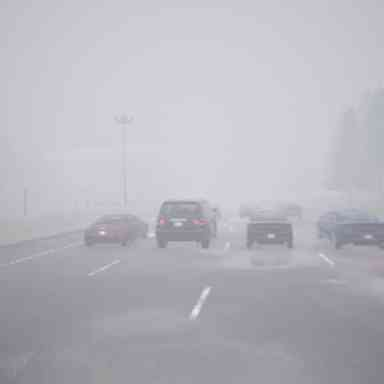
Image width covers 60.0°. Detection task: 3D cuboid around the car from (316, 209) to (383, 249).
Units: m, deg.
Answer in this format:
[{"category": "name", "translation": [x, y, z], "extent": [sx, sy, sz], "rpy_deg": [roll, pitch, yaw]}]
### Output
[{"category": "car", "translation": [6.875, 1.498, 14.715], "extent": [1.882, 1.535, 5.008], "rpy_deg": [-1, 0, 9]}]

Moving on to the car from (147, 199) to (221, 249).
[{"category": "car", "translation": [-0.107, 1.330, 15.359], "extent": [2.150, 2.045, 5.566], "rpy_deg": [-1, 0, 9]}]

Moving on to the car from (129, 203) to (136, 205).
[{"category": "car", "translation": [-12.577, 2.185, 69.303], "extent": [2.128, 1.511, 4.902], "rpy_deg": [-1, 0, -4]}]

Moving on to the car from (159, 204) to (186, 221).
[{"category": "car", "translation": [-1.723, 1.851, 31.283], "extent": [1.895, 1.301, 4.718], "rpy_deg": [-1, 0, 5]}]

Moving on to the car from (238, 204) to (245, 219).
[{"category": "car", "translation": [5.253, 1.758, 30.710], "extent": [1.895, 1.301, 4.718], "rpy_deg": [-1, 0, 5]}]

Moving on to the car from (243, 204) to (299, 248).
[{"category": "car", "translation": [3.419, 1.546, 15.264], "extent": [1.882, 1.535, 5.008], "rpy_deg": [-1, 0, 9]}]

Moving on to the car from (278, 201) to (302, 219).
[{"category": "car", "translation": [8.764, 1.590, 30.789], "extent": [1.882, 1.535, 5.008], "rpy_deg": [-1, 0, 4]}]

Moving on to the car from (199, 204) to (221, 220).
[{"category": "car", "translation": [1.765, 1.804, 30.997], "extent": [1.895, 1.301, 4.718], "rpy_deg": [-1, 0, 5]}]

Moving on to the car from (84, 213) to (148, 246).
[{"category": "car", "translation": [-3.517, 1.728, 16.196], "extent": [1.994, 1.385, 4.181], "rpy_deg": [-1, 0, 9]}]
